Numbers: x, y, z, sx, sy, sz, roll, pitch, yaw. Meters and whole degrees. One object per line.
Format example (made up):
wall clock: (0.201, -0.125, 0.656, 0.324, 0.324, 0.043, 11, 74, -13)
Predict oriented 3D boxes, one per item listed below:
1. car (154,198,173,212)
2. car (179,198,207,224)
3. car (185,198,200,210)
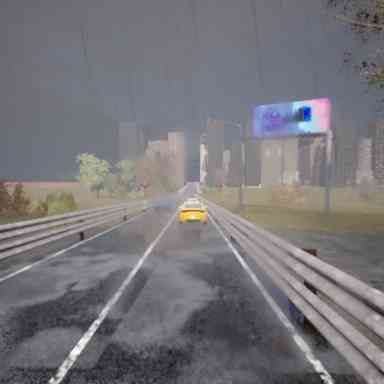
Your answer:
car: (-3.263, 1.486, 38.479, 1.882, 1.535, 5.008, 0, 0, 0)
car: (0.094, 1.470, 24.383, 1.882, 1.535, 5.008, 0, 0, 0)
car: (0.074, 1.512, 42.566, 1.812, 1.442, 4.674, 0, 0, 0)
